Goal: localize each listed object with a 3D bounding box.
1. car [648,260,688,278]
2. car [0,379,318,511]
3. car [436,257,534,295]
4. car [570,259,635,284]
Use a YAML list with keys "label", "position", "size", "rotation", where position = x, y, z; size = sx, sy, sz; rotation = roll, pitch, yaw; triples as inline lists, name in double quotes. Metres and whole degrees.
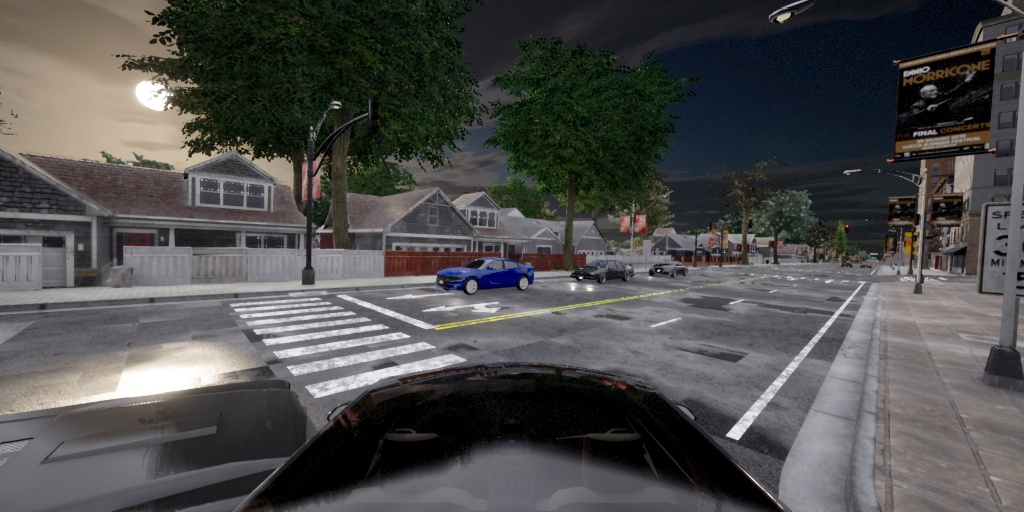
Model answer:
- label: "car"
  position: [13.264, 1.017, 30.307]
  size: [4.181, 1.385, 1.994]
  rotation: [0, 2, -44]
- label: "car"
  position: [-3.311, 1.288, 1.289]
  size: [4.718, 1.301, 1.895]
  rotation: [1, 2, -34]
- label: "car"
  position: [-1.107, 0.812, 16.473]
  size: [5.008, 1.535, 1.882]
  rotation: [0, 2, -44]
- label: "car"
  position: [6.063, 0.940, 23.389]
  size: [5.357, 1.411, 2.033]
  rotation: [0, 2, -44]
